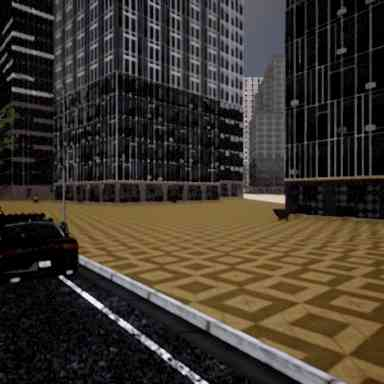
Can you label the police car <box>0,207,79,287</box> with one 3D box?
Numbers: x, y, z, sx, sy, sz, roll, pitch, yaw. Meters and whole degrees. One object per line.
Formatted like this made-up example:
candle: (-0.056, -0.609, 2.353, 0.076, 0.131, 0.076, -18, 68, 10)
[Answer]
police car: (-4.877, 1.429, 9.597, 1.930, 1.638, 5.238, 0, 0, -37)
